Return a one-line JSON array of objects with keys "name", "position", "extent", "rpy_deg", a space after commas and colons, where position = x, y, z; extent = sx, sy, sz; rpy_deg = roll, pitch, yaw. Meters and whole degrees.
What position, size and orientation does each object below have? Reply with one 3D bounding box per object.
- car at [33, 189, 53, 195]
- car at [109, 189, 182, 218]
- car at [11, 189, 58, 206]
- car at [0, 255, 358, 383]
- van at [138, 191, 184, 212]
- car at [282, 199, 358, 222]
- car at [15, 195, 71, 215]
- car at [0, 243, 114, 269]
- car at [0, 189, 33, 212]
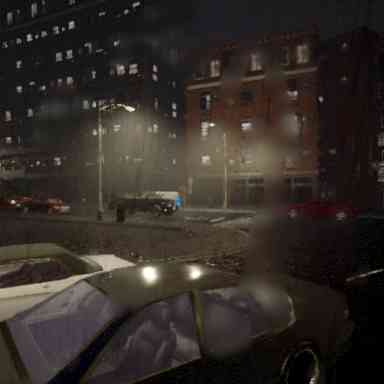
[{"name": "car", "position": [-13.979, 0.800, 30.381], "extent": [4.553, 1.767, 2.097], "rpy_deg": [1, 1, 25]}, {"name": "car", "position": [-3.811, 0.827, 25.739], "extent": [5.566, 2.045, 2.150], "rpy_deg": [1, 1, 25]}, {"name": "car", "position": [-18.325, 0.602, 38.742], "extent": [5.009, 1.841, 2.192], "rpy_deg": [1, 0, 25]}, {"name": "car", "position": [-0.450, 1.546, 3.382], "extent": [5.357, 1.411, 2.033], "rpy_deg": [0, 0, -36]}, {"name": "van", "position": [-2.950, 0.870, 31.737], "extent": [3.998, 1.788, 1.690], "rpy_deg": [1, 0, 25]}, {"name": "car", "position": [9.014, 1.225, 23.680], "extent": [5.008, 1.535, 1.882], "rpy_deg": [1, 1, 20]}, {"name": "car", "position": [-11.647, 1.106, 26.488], "extent": [4.206, 1.307, 1.802], "rpy_deg": [1, 0, 25]}, {"name": "car", "position": [-3.142, 1.602, 5.456], "extent": [4.718, 1.301, 1.895], "rpy_deg": [0, 0, -36]}, {"name": "car", "position": [-16.767, 0.759, 28.824], "extent": [5.009, 1.841, 2.192], "rpy_deg": [1, 0, 25]}]
